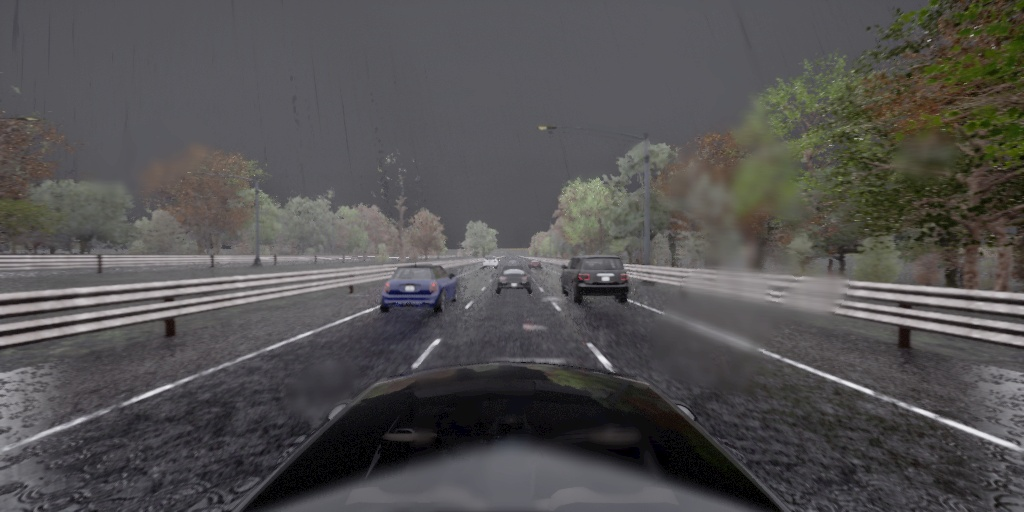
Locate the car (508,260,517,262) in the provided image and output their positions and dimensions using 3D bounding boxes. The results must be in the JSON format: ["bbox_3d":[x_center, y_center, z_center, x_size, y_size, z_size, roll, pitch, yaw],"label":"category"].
[{"bbox_3d":[0.118,1.290,57.111,2.033,1.411,5.357,0,0,0],"label":"car"}]

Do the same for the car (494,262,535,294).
[{"bbox_3d":[0.106,1.274,20.361,1.812,1.442,4.674,0,0,0],"label":"car"}]

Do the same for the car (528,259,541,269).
[{"bbox_3d":[3.620,1.267,57.600,1.812,1.442,4.674,0,0,0],"label":"car"}]

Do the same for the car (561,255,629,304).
[{"bbox_3d":[3.604,0.971,16.468,2.150,2.045,5.566,0,0,0],"label":"car"}]

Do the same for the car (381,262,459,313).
[{"bbox_3d":[-3.397,1.101,14.055,2.097,1.767,4.553,0,0,0],"label":"car"}]

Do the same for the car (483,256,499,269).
[{"bbox_3d":[-3.380,0.965,57.149,2.150,2.045,5.566,0,0,0],"label":"car"}]
